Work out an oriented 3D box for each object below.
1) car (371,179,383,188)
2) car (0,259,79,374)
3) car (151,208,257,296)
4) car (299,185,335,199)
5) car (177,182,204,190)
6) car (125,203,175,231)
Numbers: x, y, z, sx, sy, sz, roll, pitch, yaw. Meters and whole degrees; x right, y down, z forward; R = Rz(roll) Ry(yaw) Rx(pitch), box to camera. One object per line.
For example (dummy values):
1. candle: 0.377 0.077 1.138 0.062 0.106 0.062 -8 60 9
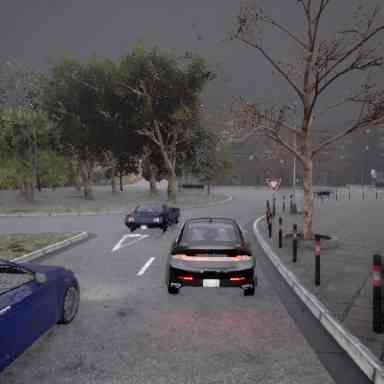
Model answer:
1. car: 34.491 -1.565 59.918 2.185 1.767 4.553 -1 4 -16
2. car: -2.965 1.498 4.036 1.812 1.442 4.674 0 1 2
3. car: 0.474 1.399 8.484 2.128 1.511 4.902 0 1 3
4. car: 14.699 -0.074 39.078 4.902 1.511 2.128 -2 4 -28
5. car: -0.342 -1.098 59.042 4.718 1.301 1.895 2 4 34
6. car: -1.872 1.225 17.498 1.895 1.301 4.718 0 2 8
